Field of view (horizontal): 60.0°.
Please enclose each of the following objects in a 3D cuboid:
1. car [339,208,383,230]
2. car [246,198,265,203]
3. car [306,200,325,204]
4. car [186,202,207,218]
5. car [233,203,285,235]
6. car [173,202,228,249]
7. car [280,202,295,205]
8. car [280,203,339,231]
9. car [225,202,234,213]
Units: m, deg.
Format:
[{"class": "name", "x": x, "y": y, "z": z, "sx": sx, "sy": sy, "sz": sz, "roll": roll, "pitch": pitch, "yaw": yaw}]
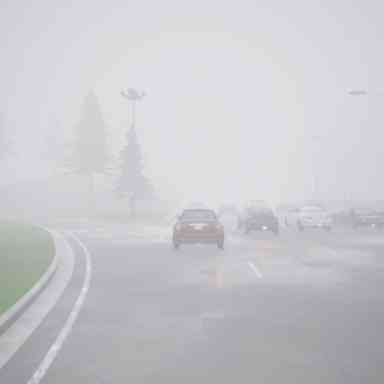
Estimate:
[{"class": "car", "x": 10.854, "y": 1.722, "z": 22.066, "sx": 1.895, "sy": 1.301, "sz": 4.718, "roll": 0, "pitch": 0, "yaw": 1}, {"class": "car", "x": 7.535, "y": 1.599, "z": 39.576, "sx": 2.097, "sy": 1.767, "sz": 4.553, "roll": 0, "pitch": 0, "yaw": 1}, {"class": "car", "x": 14.539, "y": 1.736, "z": 39.850, "sx": 1.837, "sy": 1.490, "sz": 4.892, "roll": 0, "pitch": 0, "yaw": 1}, {"class": "car", "x": 0.484, "y": 1.779, "z": 34.559, "sx": 2.033, "sy": 1.411, "sz": 5.357, "roll": 0, "pitch": 0, "yaw": 1}, {"class": "car", "x": 3.829, "y": 1.629, "z": 19.832, "sx": 1.837, "sy": 1.490, "sz": 4.892, "roll": 0, "pitch": 0, "yaw": 1}, {"class": "car", "x": 0.281, "y": 1.455, "z": 15.274, "sx": 2.097, "sy": 1.767, "sz": 4.553, "roll": 0, "pitch": 0, "yaw": 1}, {"class": "car", "x": 11.023, "y": 1.830, "z": 38.289, "sx": 1.895, "sy": 1.301, "sz": 4.718, "roll": 0, "pitch": 0, "yaw": 1}, {"class": "car", "x": 7.330, "y": 1.651, "z": 21.304, "sx": 1.812, "sy": 1.442, "sz": 4.674, "roll": 0, "pitch": 0, "yaw": 0}, {"class": "car", "x": 4.023, "y": 1.849, "z": 38.361, "sx": 1.895, "sy": 1.301, "sz": 4.718, "roll": 0, "pitch": 0, "yaw": 1}]
